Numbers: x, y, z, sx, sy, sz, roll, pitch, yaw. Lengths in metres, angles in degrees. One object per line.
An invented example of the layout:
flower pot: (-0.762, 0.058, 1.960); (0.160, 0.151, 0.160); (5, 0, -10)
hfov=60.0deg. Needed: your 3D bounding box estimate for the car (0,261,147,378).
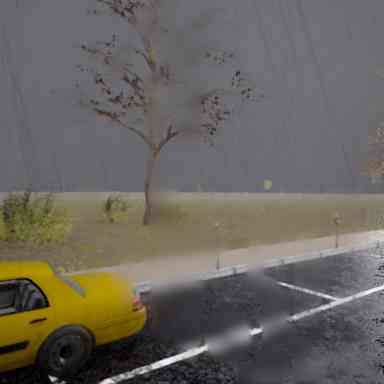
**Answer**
car: (-2.943, 1.525, 3.988); (4.829, 1.417, 1.752); (0, 1, -35)
